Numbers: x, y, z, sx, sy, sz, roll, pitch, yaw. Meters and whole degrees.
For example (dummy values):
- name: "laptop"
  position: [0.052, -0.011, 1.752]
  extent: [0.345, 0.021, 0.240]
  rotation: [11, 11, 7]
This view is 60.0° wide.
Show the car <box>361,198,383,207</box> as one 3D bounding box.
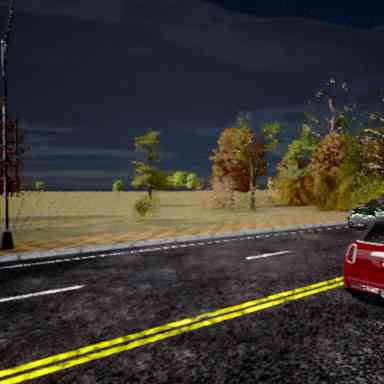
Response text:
- name: "car"
  position: [10.787, 1.137, 18.679]
  extent: [4.553, 1.767, 2.097]
  rotation: [-1, 1, -32]

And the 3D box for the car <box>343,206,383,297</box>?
- name: "car"
  position: [5.292, 1.263, 7.070]
  extent: [4.553, 1.767, 2.097]
  rotation: [-1, 1, -34]
